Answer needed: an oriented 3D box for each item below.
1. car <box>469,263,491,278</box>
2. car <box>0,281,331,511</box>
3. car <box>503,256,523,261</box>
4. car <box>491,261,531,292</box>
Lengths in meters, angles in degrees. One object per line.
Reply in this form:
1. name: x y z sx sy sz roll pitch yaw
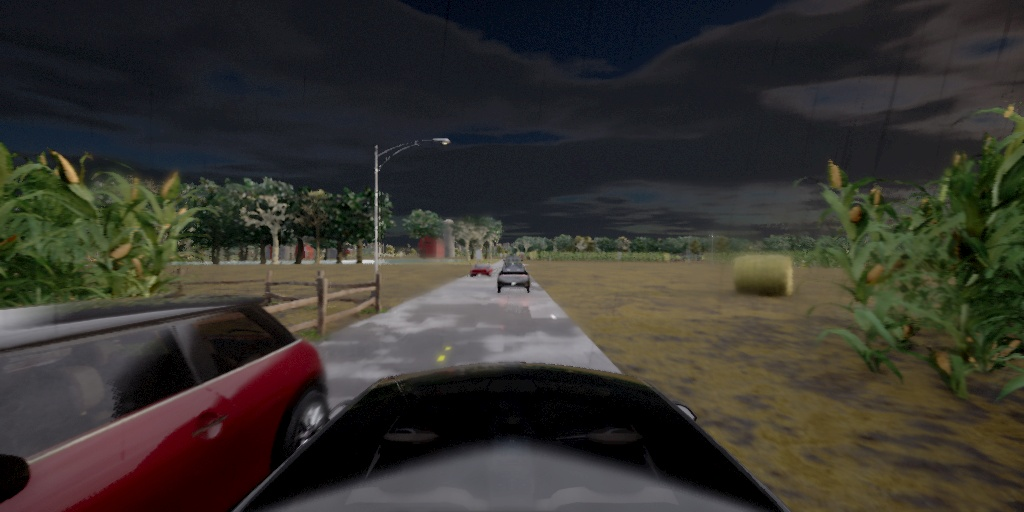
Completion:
1. car: -2.840 1.362 33.659 1.895 1.301 4.718 0 0 0
2. car: -2.844 1.102 1.662 2.097 1.767 4.553 0 0 0
3. car: 0.107 0.978 42.386 2.150 2.045 5.566 0 0 0
4. car: 0.094 1.254 21.277 2.128 1.511 4.902 0 0 0
